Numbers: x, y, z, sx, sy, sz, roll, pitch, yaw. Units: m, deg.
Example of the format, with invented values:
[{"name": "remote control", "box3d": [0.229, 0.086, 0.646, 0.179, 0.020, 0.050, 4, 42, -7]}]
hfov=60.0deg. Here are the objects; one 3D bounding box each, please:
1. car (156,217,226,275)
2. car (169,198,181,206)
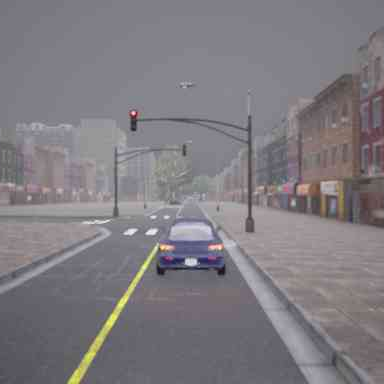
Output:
[{"name": "car", "box3d": [-0.025, 1.495, 10.203, 1.812, 1.442, 4.674, 0, 0, 0]}, {"name": "car", "box3d": [-2.983, 1.739, 58.166, 1.895, 1.301, 4.718, 0, 0, 0]}]
